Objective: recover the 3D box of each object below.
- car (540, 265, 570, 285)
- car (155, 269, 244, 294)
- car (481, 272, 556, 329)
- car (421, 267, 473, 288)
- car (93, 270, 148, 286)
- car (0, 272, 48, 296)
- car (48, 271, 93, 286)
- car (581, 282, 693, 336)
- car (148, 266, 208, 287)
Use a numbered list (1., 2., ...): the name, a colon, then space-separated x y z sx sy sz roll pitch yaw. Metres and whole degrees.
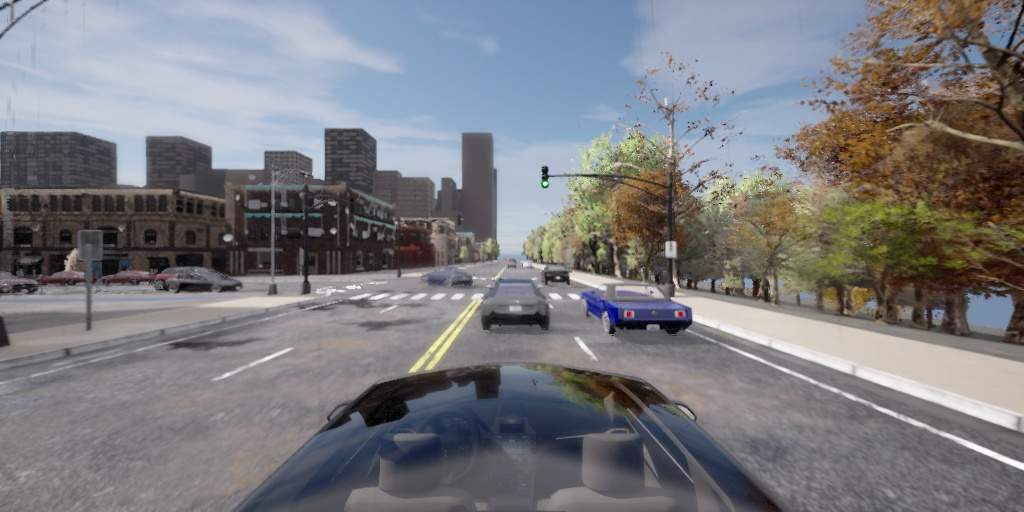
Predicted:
1. car: 3.347 1.446 28.389 1.882 1.535 5.008 0 0 0
2. car: -19.949 1.742 23.301 4.313 1.339 1.948 0 0 0
3. car: 0.099 1.395 11.583 1.994 1.385 4.181 0 -1 0
4. car: -4.817 1.513 26.179 4.181 1.385 1.994 0 -1 41
5. car: -33.819 1.902 31.818 4.207 1.307 1.802 0 0 0
6. car: -33.826 1.774 23.437 4.097 1.591 1.967 0 0 0
7. car: -39.353 1.964 31.825 4.207 1.307 1.802 0 0 0
8. car: 3.351 1.425 10.707 1.895 1.301 4.718 0 0 0
9. car: -22.923 1.558 26.016 4.553 1.767 2.097 -1 0 0
